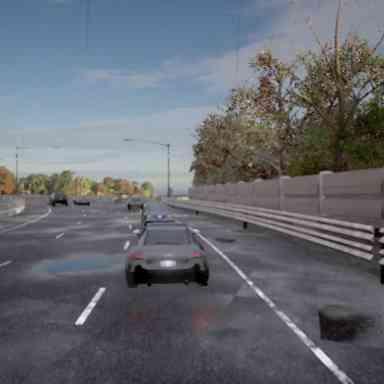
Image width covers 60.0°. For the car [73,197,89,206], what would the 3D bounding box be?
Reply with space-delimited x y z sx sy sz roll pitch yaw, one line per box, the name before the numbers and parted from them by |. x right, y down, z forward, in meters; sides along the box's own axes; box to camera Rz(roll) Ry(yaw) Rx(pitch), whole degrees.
car | -17.817 1.450 53.343 1.994 1.385 4.181 -1 1 -29

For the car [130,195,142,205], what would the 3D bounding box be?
car | -9.878 1.352 59.063 1.882 1.535 5.008 0 0 -6

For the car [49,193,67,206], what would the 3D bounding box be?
car | -20.854 1.118 51.746 2.150 2.045 5.566 0 0 -30

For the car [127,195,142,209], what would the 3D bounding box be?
car | -7.209 1.402 42.260 2.128 1.511 4.902 0 0 -12

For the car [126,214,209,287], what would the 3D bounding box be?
car | -0.710 1.544 9.341 1.994 1.385 4.181 0 0 -5

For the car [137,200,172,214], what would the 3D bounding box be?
car | -2.376 1.500 22.017 2.033 1.411 5.357 0 0 -11
